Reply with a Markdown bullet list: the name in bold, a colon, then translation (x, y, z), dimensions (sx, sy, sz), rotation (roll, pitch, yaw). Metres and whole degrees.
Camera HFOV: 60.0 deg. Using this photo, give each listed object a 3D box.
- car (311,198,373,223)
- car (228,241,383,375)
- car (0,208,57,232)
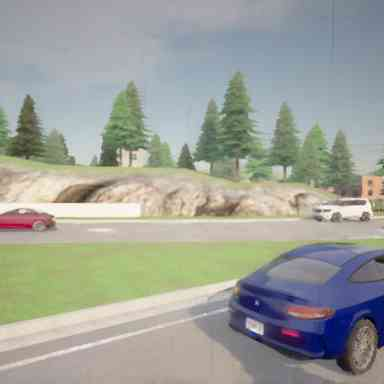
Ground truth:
- **car**: translation (13.001, 1.547, 28.792), dimensions (5.566, 2.045, 2.150), rotation (0, 0, -22)
- **car**: translation (2.677, 1.590, 5.647), dimensions (4.674, 1.442, 1.812), rotation (1, -1, -36)
- **car**: translation (-10.457, 1.644, 20.190), dimensions (4.181, 1.385, 1.994), rotation (0, 0, -7)
